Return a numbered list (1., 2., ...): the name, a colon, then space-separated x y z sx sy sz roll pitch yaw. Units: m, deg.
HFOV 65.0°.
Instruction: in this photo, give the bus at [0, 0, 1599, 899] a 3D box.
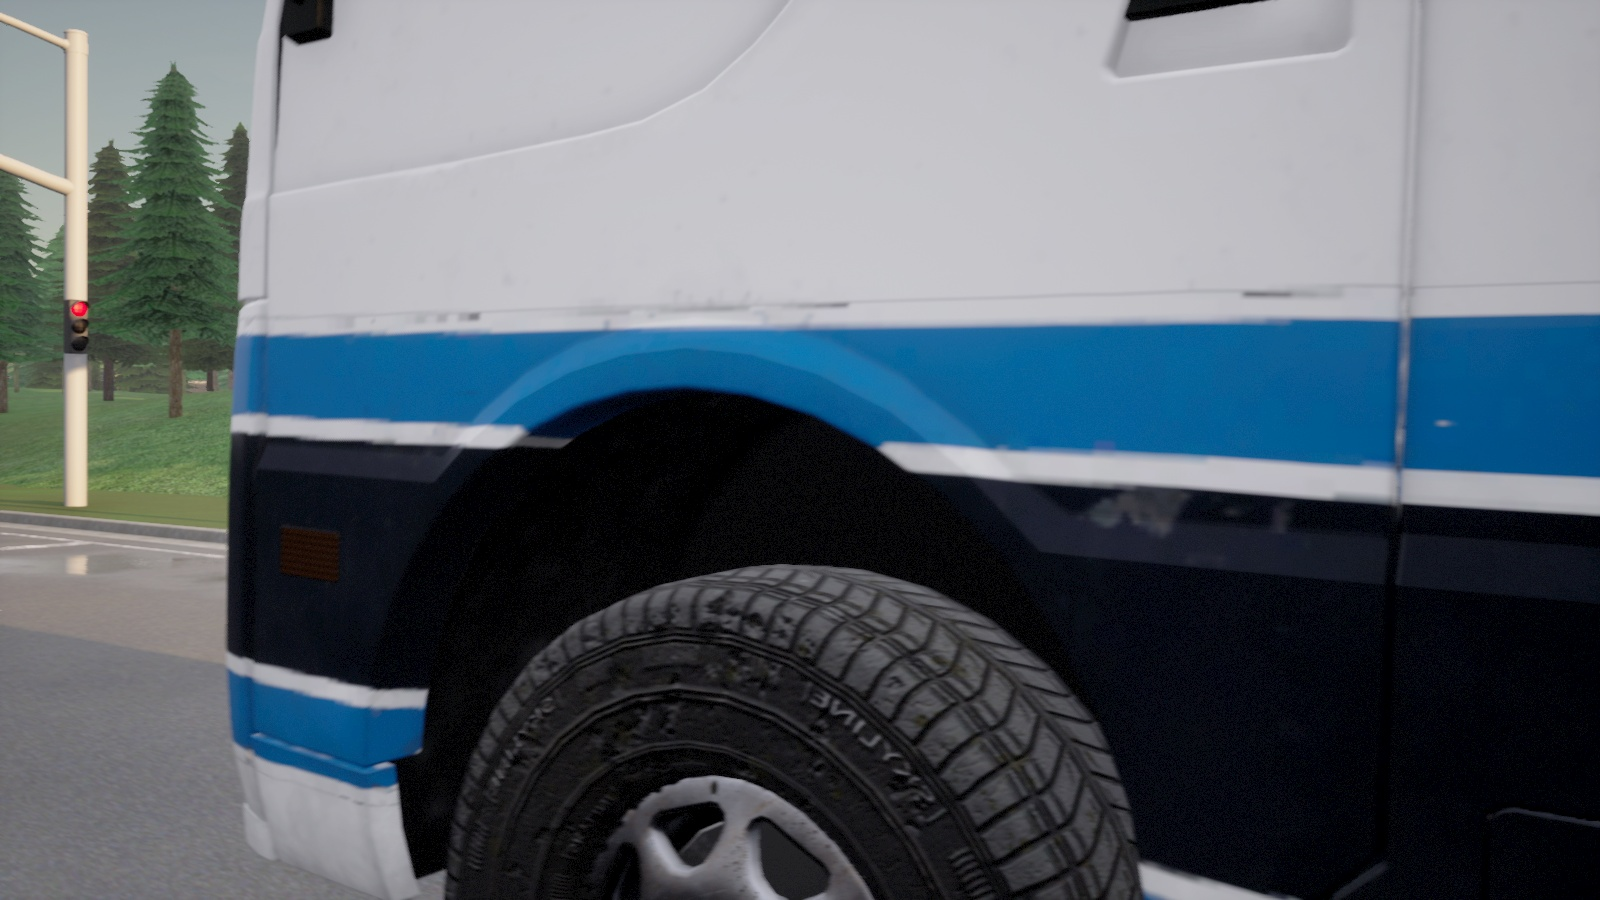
1. bus: 3.197 -0.692 1.465 10.273 4.253 3.944 2 2 34
